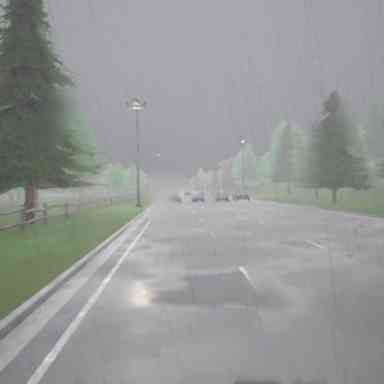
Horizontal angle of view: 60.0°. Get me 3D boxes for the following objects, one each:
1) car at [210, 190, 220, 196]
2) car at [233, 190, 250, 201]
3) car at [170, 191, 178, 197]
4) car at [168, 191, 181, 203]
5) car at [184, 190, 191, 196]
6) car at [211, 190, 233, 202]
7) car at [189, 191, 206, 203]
[{"bbox_3d":[5.969,0.264,86.019,1.994,1.385,4.181,-1,1,-3],"label":"car"},{"bbox_3d":[7.744,0.476,52.987,2.097,1.767,4.553,-1,1,-3],"label":"car"},{"bbox_3d":[-4.686,0.427,88.638,2.033,1.411,5.357,-1,1,-3],"label":"car"},{"bbox_3d":[-2.583,0.971,50.001,1.895,1.301,4.718,-1,1,-3],"label":"car"},{"bbox_3d":[-1.145,0.327,87.940,1.837,1.490,4.892,-1,1,-3],"label":"car"},{"bbox_3d":[4.409,0.722,50.177,2.128,1.511,4.902,-1,1,-3],"label":"car"},{"bbox_3d":[0.916,0.902,49.994,1.895,1.301,4.718,-1,1,-3],"label":"car"}]
